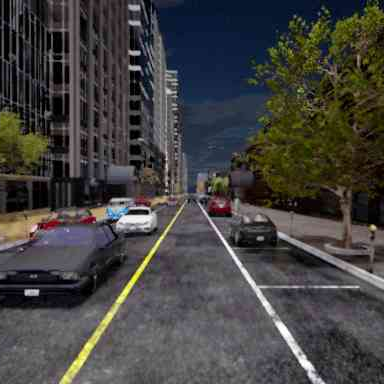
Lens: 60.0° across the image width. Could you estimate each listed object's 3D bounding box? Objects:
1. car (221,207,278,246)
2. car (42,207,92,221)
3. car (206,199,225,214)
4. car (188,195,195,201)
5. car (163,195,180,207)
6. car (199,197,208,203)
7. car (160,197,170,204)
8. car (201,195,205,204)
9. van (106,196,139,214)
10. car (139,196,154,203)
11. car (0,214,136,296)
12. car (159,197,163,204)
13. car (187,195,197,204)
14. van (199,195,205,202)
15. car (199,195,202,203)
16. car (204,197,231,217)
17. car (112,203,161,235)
[{"bbox_3d":[2.681,1.593,15.224,2.008,1.369,4.403,-1,0,0],"label":"car"},{"bbox_3d":[-5.724,1.483,15.236,1.967,1.590,4.097,-1,0,0],"label":"car"},{"bbox_3d":[2.656,1.630,38.267,1.752,1.417,4.829,-1,0,0],"label":"car"},{"bbox_3d":[-0.049,1.601,85.569,1.812,1.442,4.674,0,0,0],"label":"car"},{"bbox_3d":[-3.093,1.499,53.884,2.097,1.767,4.553,0,0,0],"label":"car"},{"bbox_3d":[2.634,1.790,76.838,1.802,1.307,4.206,-1,0,0],"label":"car"},{"bbox_3d":[-5.744,1.719,71.141,1.752,1.417,4.829,-1,0,0],"label":"car"},{"bbox_3d":[2.968,1.655,54.920,1.837,1.490,4.892,0,0,0],"label":"car"},{"bbox_3d":[-5.721,1.416,27.033,1.690,1.788,3.998,-1,0,0],"label":"van"},{"bbox_3d":[-5.727,1.420,38.103,2.192,1.841,5.009,-1,0,0],"label":"car"},{"bbox_3d":[-3.102,1.574,9.111,2.033,1.411,5.357,0,0,0],"label":"car"},{"bbox_3d":[-5.741,1.704,65.607,1.752,1.417,4.829,-1,0,0],"label":"car"},{"bbox_3d":[-0.040,1.684,67.653,1.837,1.490,4.892,0,0,0],"label":"car"},{"bbox_3d":[2.624,1.579,87.908,1.690,1.788,3.998,-1,0,0],"label":"van"},{"bbox_3d":[2.637,1.759,71.304,1.947,1.339,4.313,-1,0,0],"label":"car"},{"bbox_3d":[2.656,1.404,32.563,2.192,1.841,5.009,-1,0,0],"label":"car"},{"bbox_3d":[-3.046,1.580,19.292,1.812,1.442,4.674,0,0,0],"label":"car"}]
